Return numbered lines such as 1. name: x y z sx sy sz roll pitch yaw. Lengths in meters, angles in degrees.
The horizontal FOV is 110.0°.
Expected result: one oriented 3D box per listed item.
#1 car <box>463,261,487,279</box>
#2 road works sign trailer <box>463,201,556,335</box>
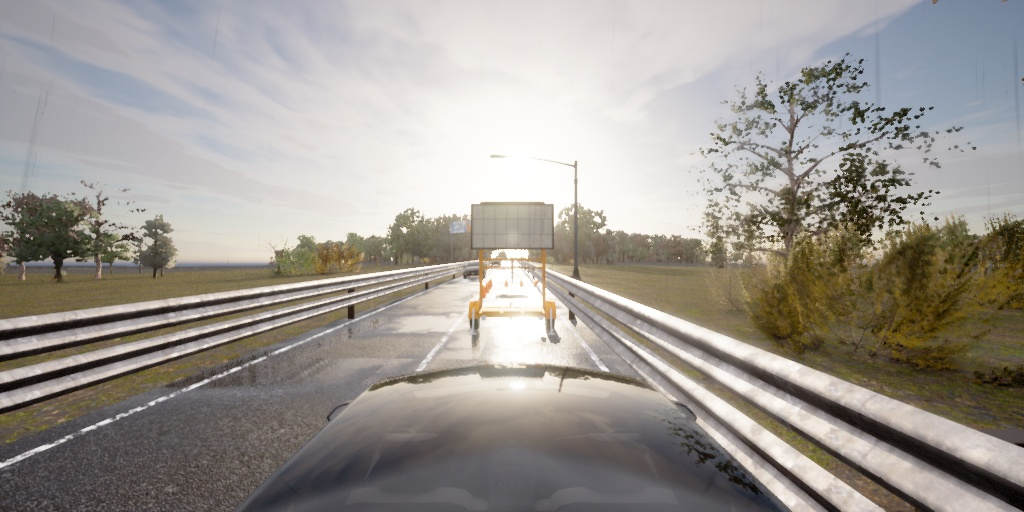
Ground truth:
1. car: -3.338 1.264 32.883 1.837 1.490 4.892 0 0 0
2. road works sign trailer: 0.014 0.217 10.505 2.380 3.560 2.880 0 0 0
